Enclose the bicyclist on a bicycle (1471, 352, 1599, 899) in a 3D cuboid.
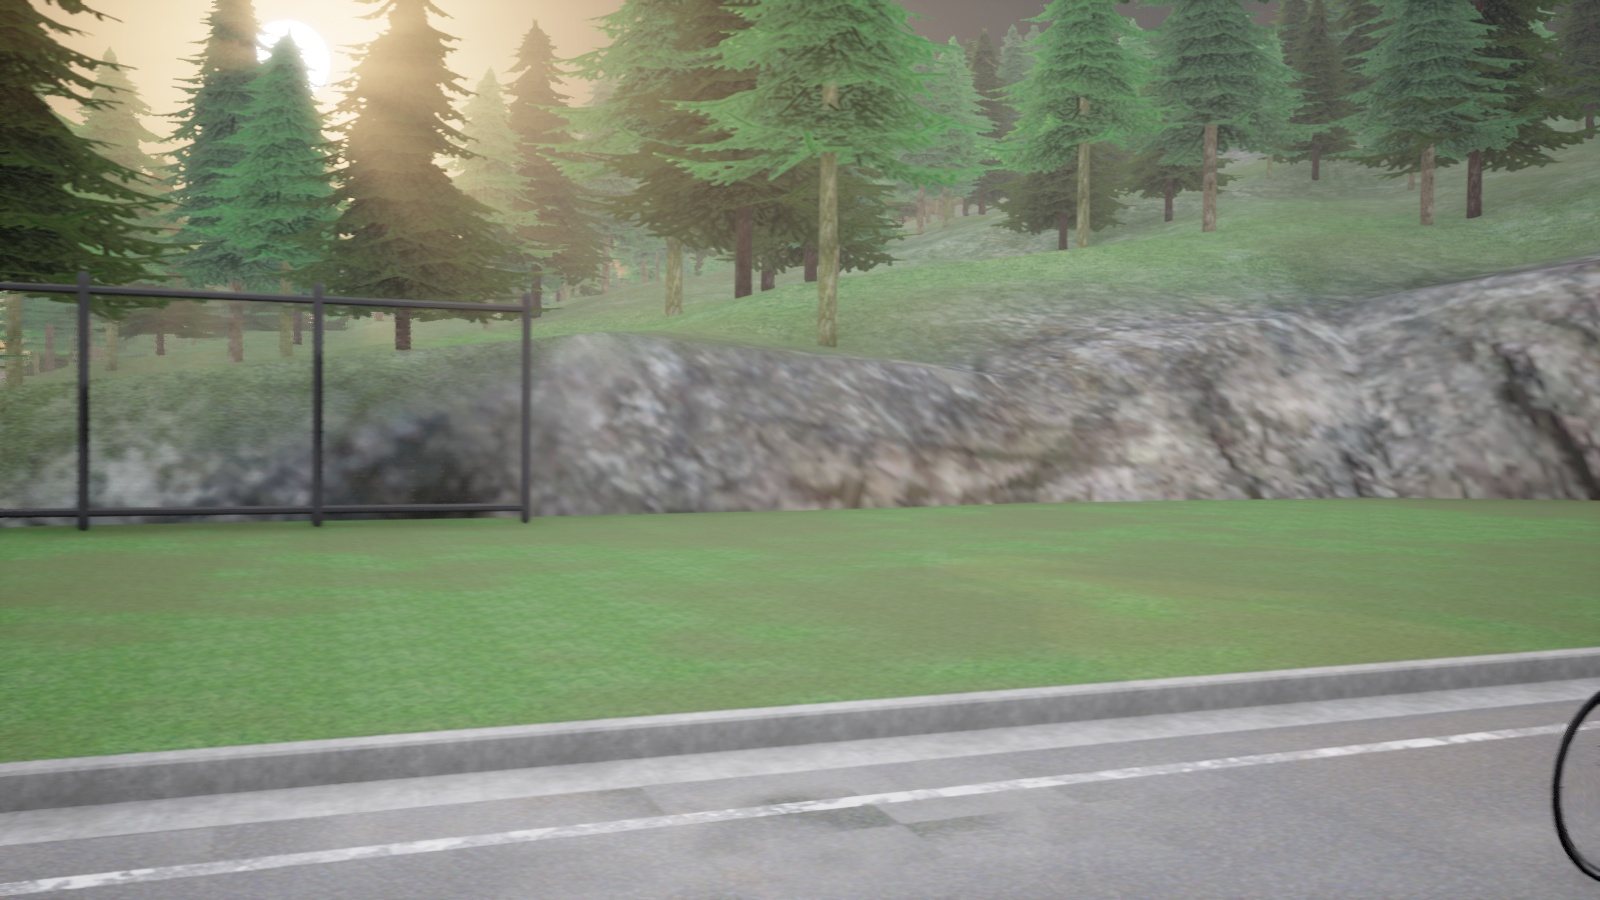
[{"bbox_3d":[3.388,0.557,4.524,1.843,1.776,0.659,-1,1,-21],"label":"bicyclist on a bicycle"}]
